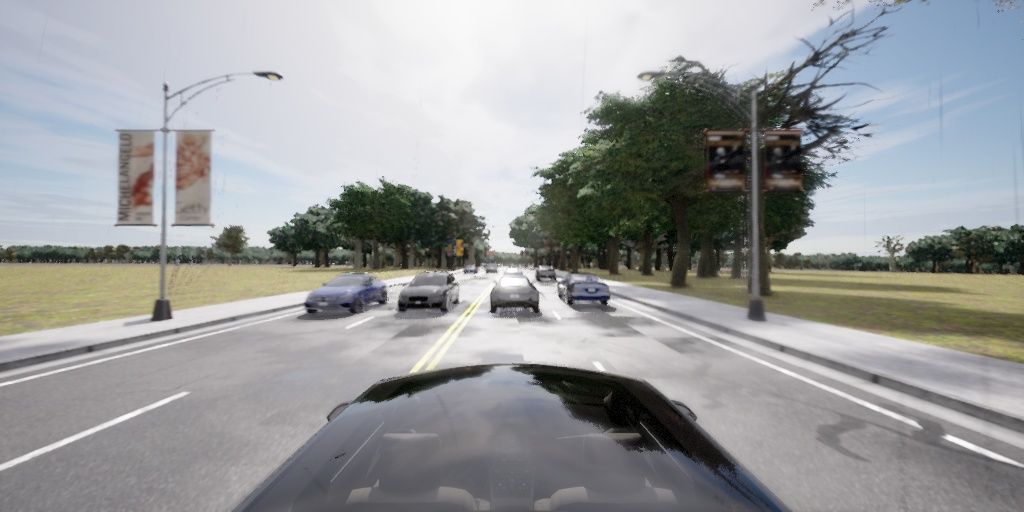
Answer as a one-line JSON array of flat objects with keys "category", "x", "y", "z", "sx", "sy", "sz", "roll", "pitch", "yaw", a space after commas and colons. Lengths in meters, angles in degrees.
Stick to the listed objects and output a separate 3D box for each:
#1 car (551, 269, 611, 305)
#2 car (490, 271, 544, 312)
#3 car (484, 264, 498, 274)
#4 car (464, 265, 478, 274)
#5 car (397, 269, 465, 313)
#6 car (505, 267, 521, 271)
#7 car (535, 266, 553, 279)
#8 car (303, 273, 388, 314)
[{"category": "car", "x": 3.355, "y": 1.517, "z": 17.595, "sx": 2.033, "sy": 1.411, "sz": 5.357, "roll": 0, "pitch": -1, "yaw": 0}, {"category": "car", "x": 0.102, "y": 1.504, "z": 15.452, "sx": 1.994, "sy": 1.385, "sz": 4.181, "roll": 0, "pitch": -1, "yaw": 0}, {"category": "car", "x": -3.281, "y": 2.094, "z": 57.845, "sx": 1.837, "sy": 1.490, "sz": 4.892, "roll": 0, "pitch": -1, "yaw": 1}, {"category": "car", "x": -6.529, "y": 2.128, "z": 57.271, "sx": 2.033, "sy": 1.411, "sz": 5.357, "roll": 0, "pitch": -1, "yaw": 1}, {"category": "car", "x": -3.347, "y": 1.441, "z": 15.184, "sx": 1.837, "sy": 1.490, "sz": 4.892, "roll": 0, "pitch": -1, "yaw": 0}, {"category": "car", "x": 0.111, "y": 1.740, "z": 33.539, "sx": 2.033, "sy": 1.411, "sz": 5.357, "roll": 0, "pitch": -1, "yaw": 0}, {"category": "car", "x": 3.361, "y": 1.725, "z": 36.378, "sx": 2.128, "sy": 1.511, "sz": 4.902, "roll": 0, "pitch": -1, "yaw": 0}, {"category": "car", "x": -6.597, "y": 1.458, "z": 14.857, "sx": 1.812, "sy": 1.442, "sz": 4.674, "roll": 0, "pitch": -1, "yaw": 0}]
